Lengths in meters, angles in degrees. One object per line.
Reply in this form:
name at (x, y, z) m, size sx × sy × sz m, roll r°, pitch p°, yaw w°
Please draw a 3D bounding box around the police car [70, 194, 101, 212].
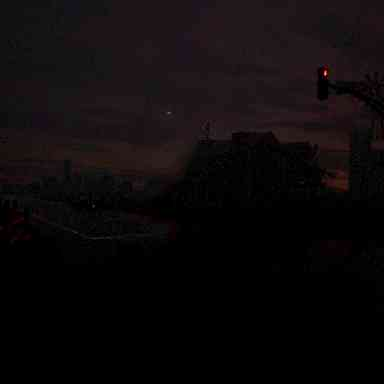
police car at (-10.444, 1.042, 32.407) m, size 1.930 × 1.638 × 5.238 m, roll 1°, pitch 0°, yaw -35°
